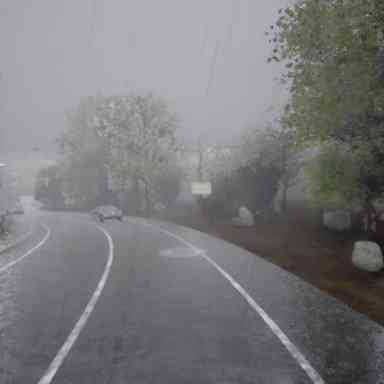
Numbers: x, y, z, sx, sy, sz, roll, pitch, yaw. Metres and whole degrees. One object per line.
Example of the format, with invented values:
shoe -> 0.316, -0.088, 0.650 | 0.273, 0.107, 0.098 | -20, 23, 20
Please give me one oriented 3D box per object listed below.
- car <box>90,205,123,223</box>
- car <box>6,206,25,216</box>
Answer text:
car -> -7.601, 1.854, 29.304 | 2.033, 1.411, 5.357 | -3, 0, -28
car -> -27.191, 2.911, 51.152 | 1.994, 1.385, 4.181 | -4, 1, -37
